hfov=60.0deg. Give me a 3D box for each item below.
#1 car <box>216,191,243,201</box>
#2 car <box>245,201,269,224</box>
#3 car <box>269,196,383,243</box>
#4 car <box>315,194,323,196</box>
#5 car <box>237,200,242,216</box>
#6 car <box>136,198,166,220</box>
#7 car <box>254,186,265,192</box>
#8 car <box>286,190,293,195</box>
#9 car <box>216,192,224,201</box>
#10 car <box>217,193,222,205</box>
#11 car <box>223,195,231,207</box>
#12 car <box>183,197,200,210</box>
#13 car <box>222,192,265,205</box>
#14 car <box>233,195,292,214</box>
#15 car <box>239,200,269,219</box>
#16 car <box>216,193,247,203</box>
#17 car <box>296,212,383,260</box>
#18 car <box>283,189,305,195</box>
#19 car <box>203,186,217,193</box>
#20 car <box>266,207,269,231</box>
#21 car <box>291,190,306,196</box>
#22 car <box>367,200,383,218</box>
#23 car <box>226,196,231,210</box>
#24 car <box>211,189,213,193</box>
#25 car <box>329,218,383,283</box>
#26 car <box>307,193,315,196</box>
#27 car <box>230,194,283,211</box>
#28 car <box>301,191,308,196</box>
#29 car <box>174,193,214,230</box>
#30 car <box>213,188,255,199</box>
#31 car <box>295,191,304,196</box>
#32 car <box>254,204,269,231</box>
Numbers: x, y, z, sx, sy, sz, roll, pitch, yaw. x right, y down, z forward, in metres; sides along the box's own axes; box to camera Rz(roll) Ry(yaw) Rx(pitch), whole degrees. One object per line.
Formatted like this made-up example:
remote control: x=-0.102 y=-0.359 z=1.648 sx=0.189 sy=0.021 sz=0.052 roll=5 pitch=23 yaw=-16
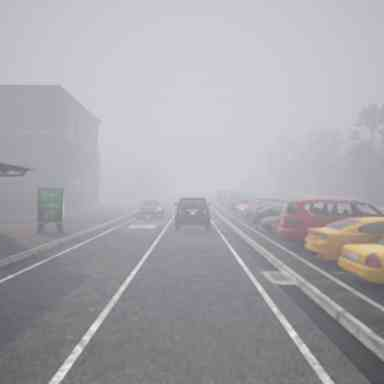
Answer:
car: x=6.562 y=0.676 z=58.284 sx=4.553 sy=1.767 sz=2.185 roll=0 pitch=2 yaw=0
car: x=6.371 y=1.600 z=22.068 sx=5.008 sy=1.535 sz=2.097 roll=0 pitch=0 yaw=0
car: x=6.369 y=1.330 z=13.714 sx=5.566 sy=2.045 sz=2.435 roll=0 pitch=0 yaw=0
car: x=19.547 y=1.290 z=44.491 sx=5.008 sy=1.535 sz=2.097 roll=0 pitch=2 yaw=0
car: x=6.403 y=1.615 z=27.647 sx=4.674 sy=1.452 sz=2.002 roll=0 pitch=0 yaw=0
car: x=-3.430 y=1.369 z=28.416 sx=2.097 sy=1.767 sz=4.553 roll=0 pitch=0 yaw=0
car: x=19.459 y=-0.100 z=90.975 sx=5.008 sy=1.535 sz=2.097 roll=0 pitch=3 yaw=0
car: x=19.614 y=0.832 z=58.430 sx=4.674 sy=1.452 sz=2.002 roll=0 pitch=3 yaw=0
car: x=6.489 y=1.131 z=49.934 sx=4.892 sy=1.521 sz=2.231 roll=0 pitch=2 yaw=0
car: x=6.454 y=1.249 z=47.157 sx=4.792 sy=1.488 sz=2.163 roll=0 pitch=2 yaw=0
car: x=6.418 y=1.453 z=38.790 sx=4.792 sy=1.488 sz=2.163 roll=0 pitch=1 yaw=0
car: x=-0.048 y=1.399 z=41.511 sx=1.994 sy=1.385 sz=4.181 roll=0 pitch=1 yaw=0
car: x=6.428 y=1.239 z=41.573 sx=4.553 sy=1.767 sz=2.185 roll=0 pitch=1 yaw=0
car: x=6.443 y=1.425 z=30.433 sx=4.553 sy=1.767 sz=2.185 roll=0 pitch=0 yaw=0
car: x=6.382 y=1.592 z=24.858 sx=5.008 sy=1.535 sz=2.097 roll=0 pitch=0 yaw=0
car: x=6.514 y=0.920 z=55.513 sx=5.008 sy=1.535 sz=2.097 roll=0 pitch=2 yaw=0
car: x=6.323 y=1.569 z=10.929 sx=5.008 sy=1.535 sz=2.097 roll=0 pitch=0 yaw=0
car: x=19.626 y=0.706 z=61.212 sx=4.674 sy=1.452 sz=2.002 roll=0 pitch=3 yaw=0
car: x=6.364 y=-0.209 z=93.666 sx=4.792 sy=1.488 sz=2.163 roll=0 pitch=3 yaw=0
car: x=6.350 y=1.634 z=16.496 sx=4.674 sy=1.452 sz=2.002 roll=0 pitch=0 yaw=0
car: x=19.628 y=0.946 z=55.520 sx=4.792 sy=1.488 sz=2.163 roll=0 pitch=2 yaw=0
car: x=19.307 y=1.544 z=30.551 sx=5.366 sy=1.575 sz=1.946 roll=0 pitch=1 yaw=0
car: x=6.465 y=1.504 z=36.002 sx=4.792 sy=1.488 sz=2.163 roll=0 pitch=1 yaw=0
car: x=6.525 y=0.579 z=63.856 sx=4.792 sy=1.488 sz=2.163 roll=0 pitch=3 yaw=0
car: x=6.502 y=1.554 z=8.145 sx=5.366 sy=1.575 sz=1.946 roll=0 pitch=0 yaw=0
car: x=19.535 y=1.242 z=47.282 sx=4.792 sy=1.488 sz=2.163 roll=0 pitch=2 yaw=0
car: x=6.455 y=1.392 z=33.213 sx=4.553 sy=1.767 sz=2.185 roll=0 pitch=1 yaw=0
car: x=19.761 y=1.124 z=49.934 sx=5.366 sy=1.575 sz=1.946 roll=0 pitch=2 yaw=0
car: x=0.038 y=1.283 z=21.547 sx=2.150 sy=2.045 sz=5.566 roll=0 pitch=1 yaw=0
car: x=6.536 y=0.779 z=52.712 sx=5.566 sy=2.045 sz=2.435 roll=0 pitch=2 yaw=0
car: x=19.773 y=1.023 z=52.728 sx=5.366 sy=1.575 sz=1.946 roll=0 pitch=2 yaw=0
car: x=6.335 y=1.630 z=19.281 sx=4.792 sy=1.488 sz=2.163 roll=0 pitch=0 yaw=0
